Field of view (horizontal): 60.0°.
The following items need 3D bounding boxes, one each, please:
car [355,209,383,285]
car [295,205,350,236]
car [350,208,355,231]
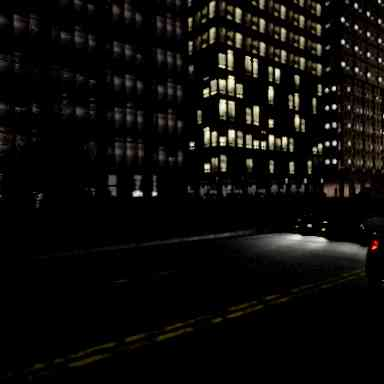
[{"bbox_3d":[6.213,1.242,8.043,4.553,1.767,2.097,-1,0,-37],"label":"car"},{"bbox_3d":[7.223,1.394,17.144,4.181,1.385,1.994,-1,0,-37],"label":"car"},{"bbox_3d":[9.088,1.350,14.495,4.674,1.442,1.812,-1,0,-37],"label":"car"}]
